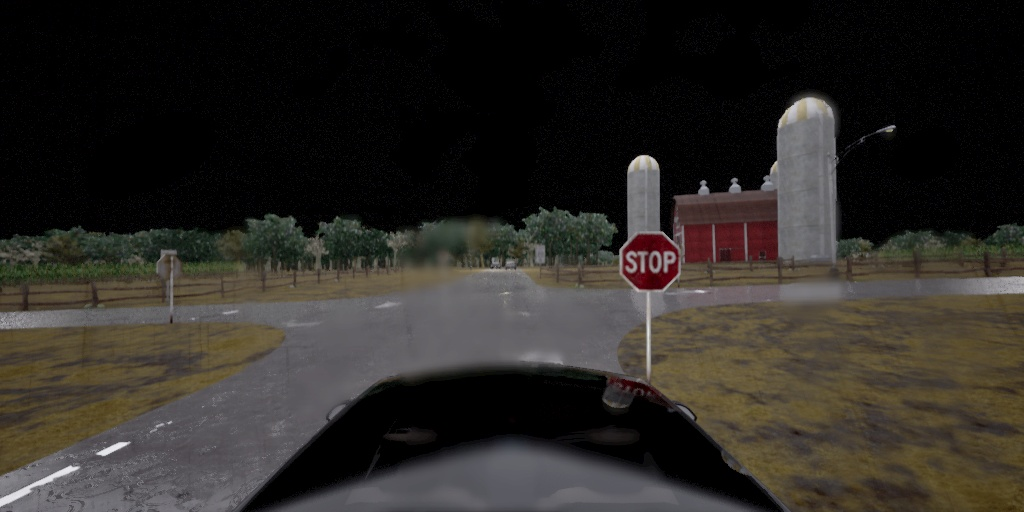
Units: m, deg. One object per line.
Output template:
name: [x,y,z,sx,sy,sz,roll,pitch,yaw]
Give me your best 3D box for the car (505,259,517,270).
car: [-0.194,1.644,61.059,2.128,1.511,4.902,0,-1,0]
